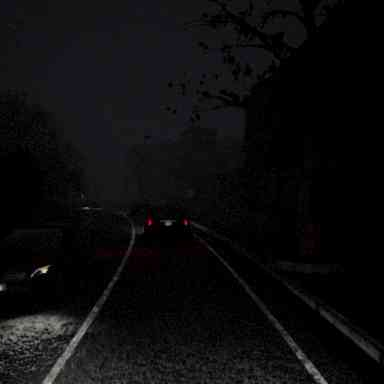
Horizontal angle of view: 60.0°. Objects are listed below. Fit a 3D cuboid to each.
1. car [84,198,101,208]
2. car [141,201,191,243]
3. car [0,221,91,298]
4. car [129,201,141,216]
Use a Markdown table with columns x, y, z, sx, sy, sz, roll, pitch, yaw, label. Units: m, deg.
| x | y | z | sx | sy | sz | roll | pitch | yaw | label |
| --- | --- | --- | --- | --- | --- | --- | --- | --- | --- |
| -14.823 | 1.594 | 49.586 | 1.812 | 1.442 | 4.674 | 2 | -1 | -25 | car |
| -1.328 | 1.413 | 16.540 | 2.097 | 1.767 | 4.553 | 1 | 0 | -8 | car |
| -3.860 | 1.538 | 8.604 | 1.812 | 1.442 | 4.674 | 0 | 0 | -5 | car |
| -5.525 | 1.637 | 35.072 | 1.882 | 1.535 | 5.008 | 2 | -1 | -17 | car |
